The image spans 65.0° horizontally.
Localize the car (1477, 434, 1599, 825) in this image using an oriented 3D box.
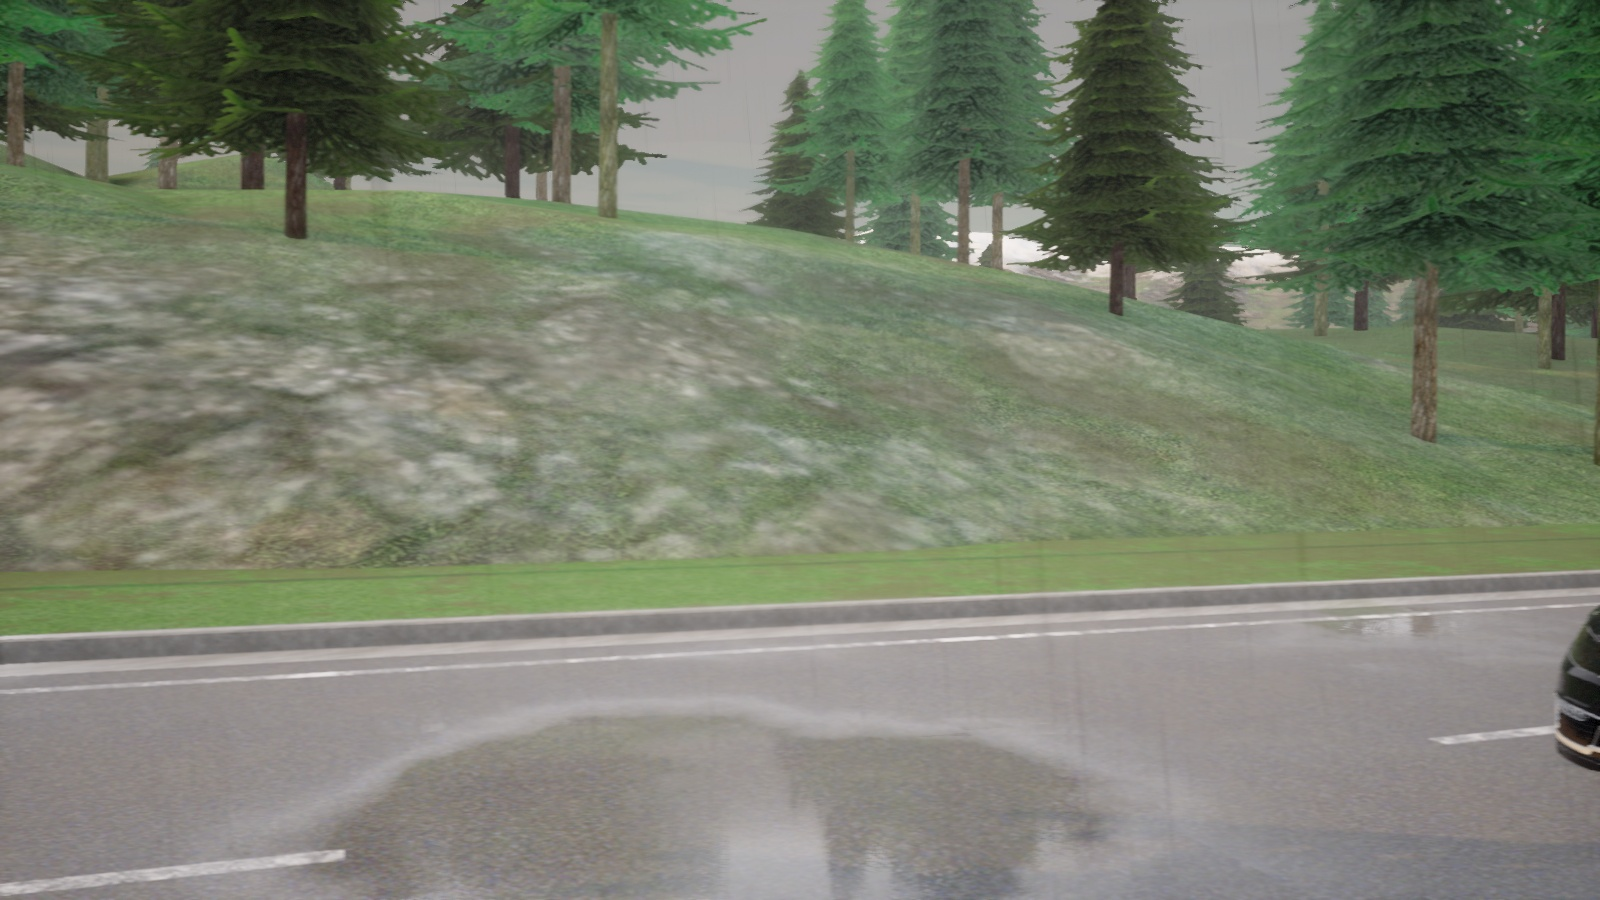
[{"bbox_3d":[5.478,0.657,5.319,4.892,1.490,1.837,-1,1,-21],"label":"car"}]
